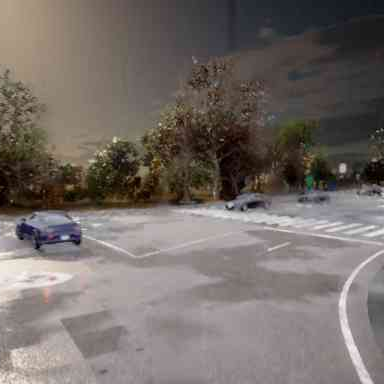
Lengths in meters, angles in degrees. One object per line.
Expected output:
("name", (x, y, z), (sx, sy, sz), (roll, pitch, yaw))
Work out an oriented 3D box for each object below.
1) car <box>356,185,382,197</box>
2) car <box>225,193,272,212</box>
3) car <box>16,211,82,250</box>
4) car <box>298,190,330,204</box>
("car", (24.285, -0.252, 45.581), (4.902, 1.511, 2.128), (-3, 4, -40))
("car", (5.006, 0.867, 29.206), (4.902, 1.511, 2.128), (-3, 4, -40))
("car", (-6.378, 1.549, 14.772), (1.812, 1.442, 4.674), (0, 1, -39))
("car", (13.343, 0.472, 36.313), (4.181, 1.385, 1.994), (-3, 4, -41))
